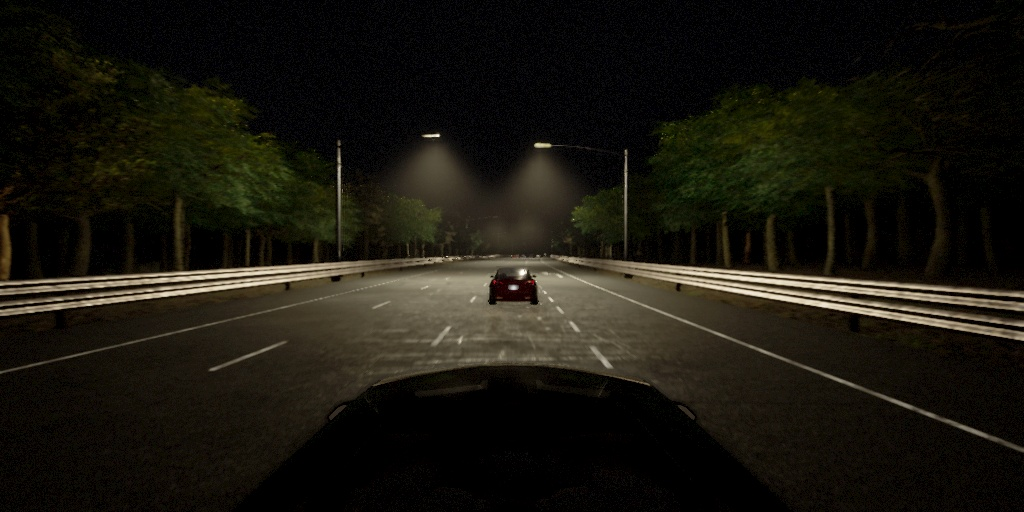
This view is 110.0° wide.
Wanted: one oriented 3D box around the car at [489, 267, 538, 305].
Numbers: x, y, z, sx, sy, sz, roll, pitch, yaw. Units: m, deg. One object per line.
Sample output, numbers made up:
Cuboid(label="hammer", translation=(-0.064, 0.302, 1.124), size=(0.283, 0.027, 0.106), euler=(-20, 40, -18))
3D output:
Cuboid(label="car", translation=(0.051, 1.226, 15.946), size=(2.163, 1.488, 4.792), euler=(0, 0, 0))
